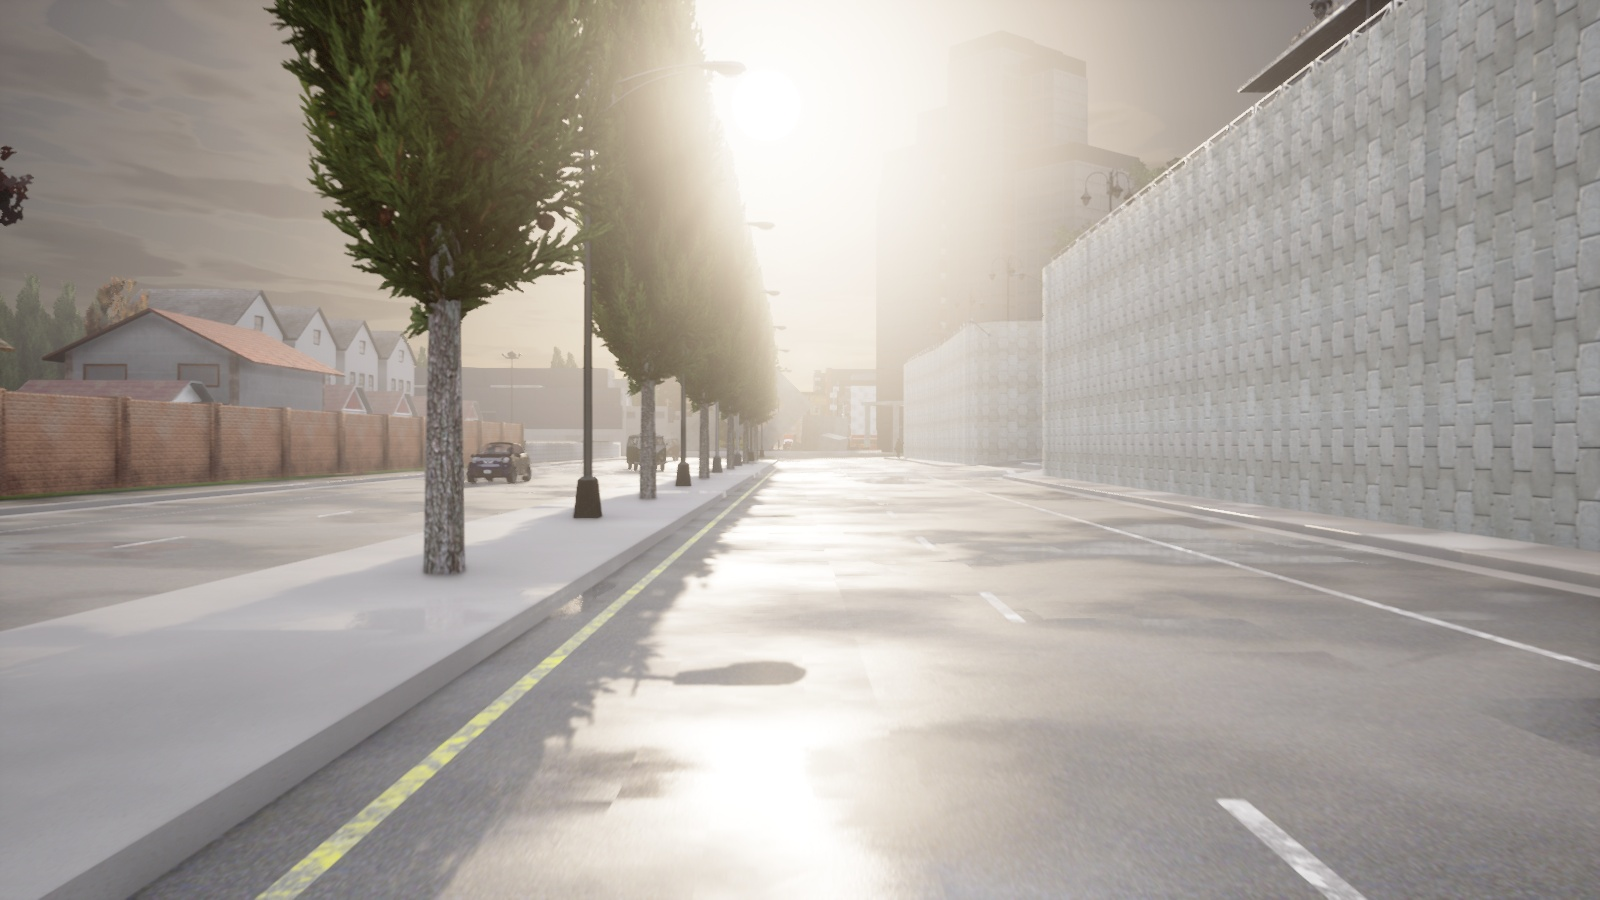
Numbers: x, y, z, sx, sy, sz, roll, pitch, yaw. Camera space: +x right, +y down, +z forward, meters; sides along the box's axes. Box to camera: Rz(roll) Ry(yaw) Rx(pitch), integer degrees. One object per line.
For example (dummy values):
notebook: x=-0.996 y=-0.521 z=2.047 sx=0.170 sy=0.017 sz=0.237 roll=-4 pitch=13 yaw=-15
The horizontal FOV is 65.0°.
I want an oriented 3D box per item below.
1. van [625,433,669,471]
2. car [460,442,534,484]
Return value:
van: x=-8.326 y=0.094 z=67.975 sx=1.775 sy=1.987 sz=4.442 roll=0 pitch=0 yaw=-15
car: x=-11.234 y=0.465 z=46.813 sx=1.845 sy=1.501 sz=3.633 roll=0 pitch=0 yaw=0
